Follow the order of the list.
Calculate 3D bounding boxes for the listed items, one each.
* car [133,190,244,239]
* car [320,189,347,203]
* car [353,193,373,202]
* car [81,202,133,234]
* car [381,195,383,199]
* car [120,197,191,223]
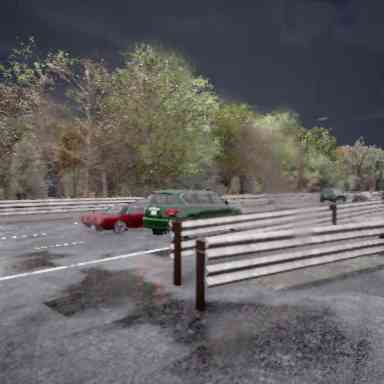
[{"bbox_3d":[0.259,0.934,15.507,2.150,2.045,5.566,0,1,42],"label":"car"},{"bbox_3d":[20.470,0.569,48.098,2.150,2.045,5.566,0,1,44],"label":"car"},{"bbox_3d":[24.078,0.849,46.705,1.837,1.490,4.892,0,1,39],"label":"car"},{"bbox_3d":[-3.077,1.307,17.043,1.895,1.301,4.718,0,1,42],"label":"car"},{"bbox_3d":[26.173,0.836,43.738,1.882,1.535,5.008,0,1,36],"label":"car"},{"bbox_3d":[-2.377,1.148,23.014,1.837,1.490,4.892,0,0,42],"label":"car"}]
